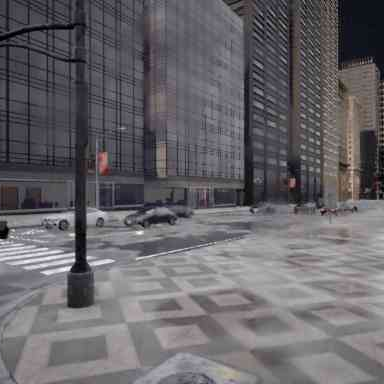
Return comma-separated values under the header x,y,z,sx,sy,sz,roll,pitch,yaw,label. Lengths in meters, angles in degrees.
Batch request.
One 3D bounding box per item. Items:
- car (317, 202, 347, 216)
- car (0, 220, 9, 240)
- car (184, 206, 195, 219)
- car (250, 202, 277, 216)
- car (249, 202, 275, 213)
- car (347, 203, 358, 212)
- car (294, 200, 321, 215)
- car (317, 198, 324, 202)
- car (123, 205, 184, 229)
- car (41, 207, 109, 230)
x,y,z,sx,sy,sz,roll,pitch,yaw,label
17.464,2.194,41.330,1.895,1.301,4.718,0,-1,36,car
-9.782,1.558,13.101,1.882,1.535,5.008,0,-1,20,car
-1.843,1.919,31.472,2.033,1.411,5.357,0,-1,36,car
8.842,2.035,40.704,2.128,1.511,4.902,0,-1,36,car
10.160,2.172,48.021,1.812,1.442,4.674,0,-1,36,car
23.327,2.276,49.546,2.033,1.411,5.357,0,-1,36,car
14.807,2.110,43.204,1.837,1.490,4.892,0,-1,36,car
20.709,1.963,51.474,2.150,2.045,5.566,0,-1,36,car
-2.906,1.800,24.439,1.812,1.442,4.674,0,0,35,car
-7.947,1.757,23.013,1.812,1.442,4.674,0,-1,37,car
